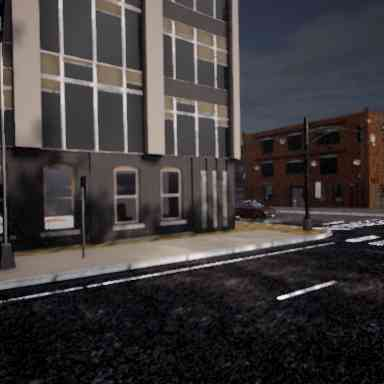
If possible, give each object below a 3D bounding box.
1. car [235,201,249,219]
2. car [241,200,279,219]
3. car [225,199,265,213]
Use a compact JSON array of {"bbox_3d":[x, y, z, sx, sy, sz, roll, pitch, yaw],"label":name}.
[{"bbox_3d":[2.444,1.716,29.073,1.947,1.339,4.313,-3,1,-37],"label":"car"},{"bbox_3d":[5.192,1.624,29.951,2.033,1.411,5.357,-2,0,-37],"label":"car"},{"bbox_3d":[6.078,1.603,38.663,2.008,1.369,4.403,-3,1,-37],"label":"car"}]
